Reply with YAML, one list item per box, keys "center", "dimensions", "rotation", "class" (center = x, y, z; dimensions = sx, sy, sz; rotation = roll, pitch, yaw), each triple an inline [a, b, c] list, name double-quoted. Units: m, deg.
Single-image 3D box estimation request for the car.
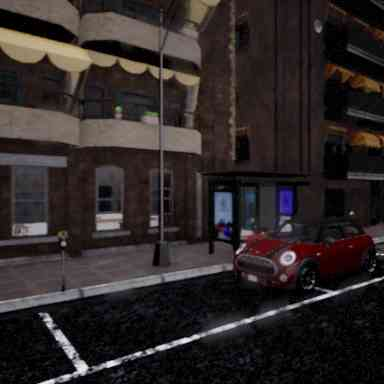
- center: [3.002, 1.424, 8.694]
  dimensions: [4.097, 1.590, 1.967]
  rotation: [0, 0, -35]
  class: "car"
